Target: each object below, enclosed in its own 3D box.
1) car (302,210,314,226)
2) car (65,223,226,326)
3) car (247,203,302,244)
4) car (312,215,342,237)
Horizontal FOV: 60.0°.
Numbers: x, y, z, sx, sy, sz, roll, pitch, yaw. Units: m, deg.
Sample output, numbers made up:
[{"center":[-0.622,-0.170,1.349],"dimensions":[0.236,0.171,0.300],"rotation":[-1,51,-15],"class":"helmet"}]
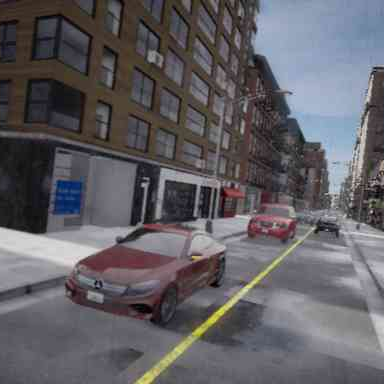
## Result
[{"center":[13.433,2.922,39.546],"dimensions":[2.097,1.767,4.553],"rotation":[7,0,23],"class":"car"},{"center":[-0.565,1.449,7.232],"dimensions":[1.812,1.442,4.674],"rotation":[7,0,22],"class":"car"},{"center":[5.024,1.792,20.206],"dimensions":[2.150,2.045,5.566],"rotation":[7,1,23],"class":"car"},{"center":[11.790,2.896,28.847],"dimensions":[1.837,1.490,4.892],"rotation":[7,0,23],"class":"car"}]
